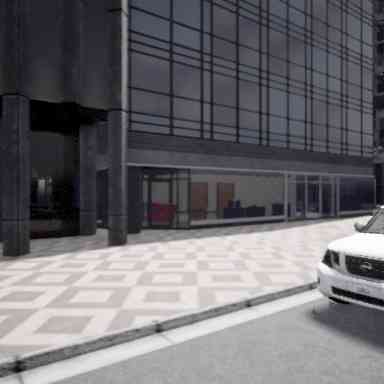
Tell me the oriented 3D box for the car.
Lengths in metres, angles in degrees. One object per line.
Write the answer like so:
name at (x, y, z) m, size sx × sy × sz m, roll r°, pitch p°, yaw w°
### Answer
car at (4.995, 1.215, 6.939) m, size 5.566 × 2.045 × 2.150 m, roll 0°, pitch 0°, yaw -35°
